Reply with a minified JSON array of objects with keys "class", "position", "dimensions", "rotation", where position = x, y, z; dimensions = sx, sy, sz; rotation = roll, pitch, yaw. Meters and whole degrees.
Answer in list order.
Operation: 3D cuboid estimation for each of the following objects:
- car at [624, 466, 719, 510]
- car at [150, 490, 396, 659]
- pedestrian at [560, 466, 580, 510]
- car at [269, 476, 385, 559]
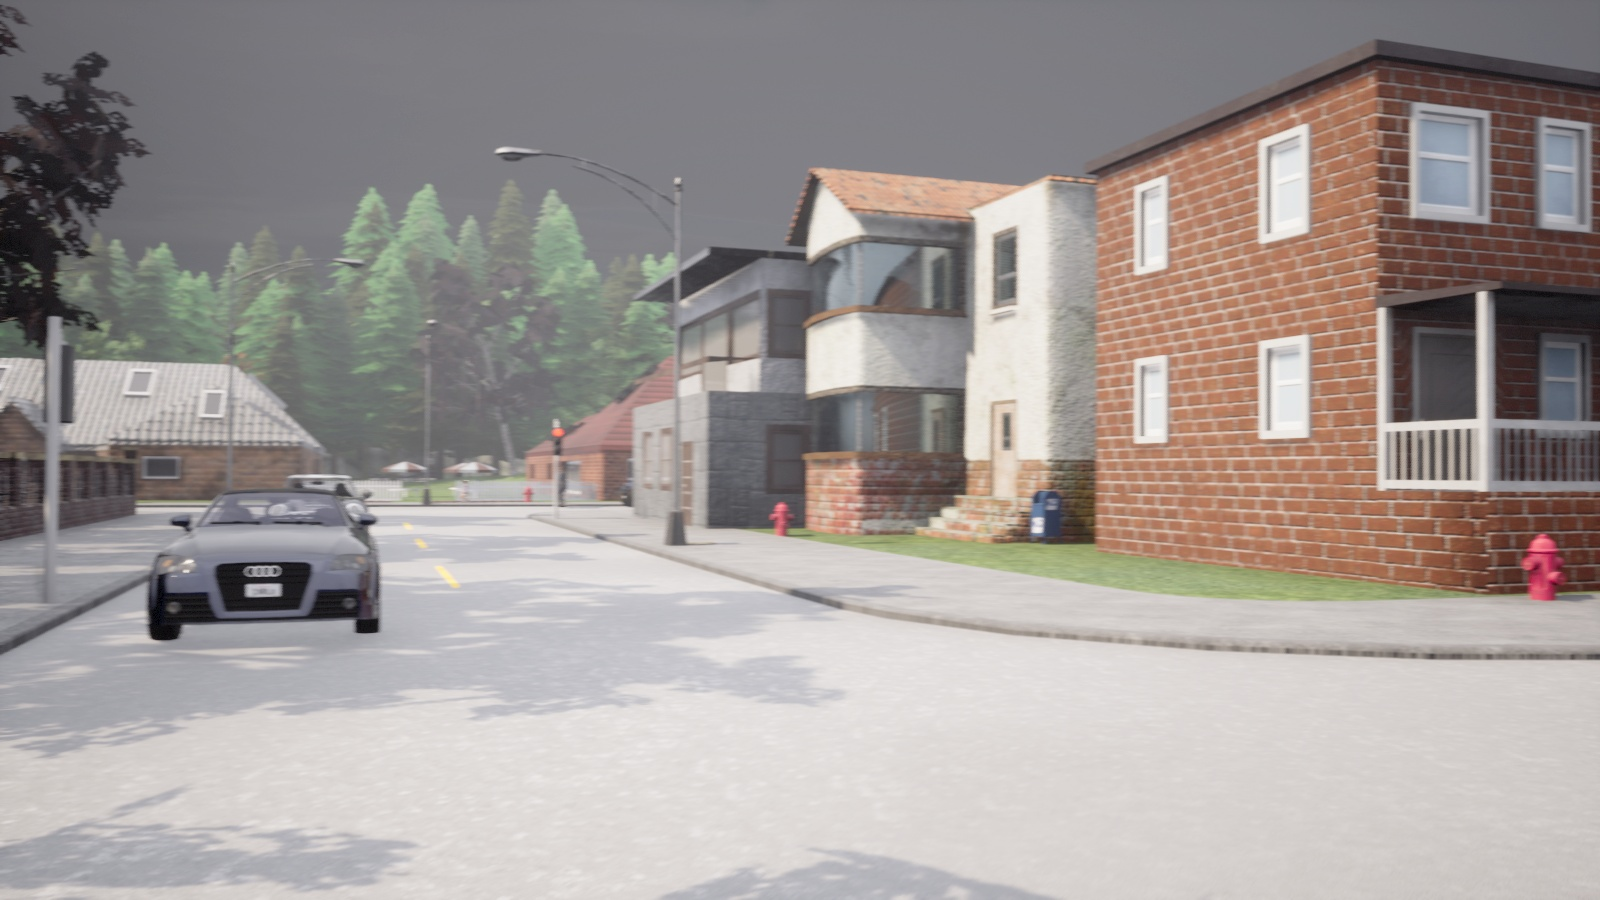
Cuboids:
[{"class":"car","position":[-5.764,1.673,56.314],"dimensions":[3.866,1.878,1.905],"rotation":[0,-1,-19]},{"class":"car","position":[-5.272,1.133,13.026],"dimensions":[1.994,1.385,4.181],"rotation":[0,-1,-19]},{"class":"pedestrian","position":[-9.907,1.634,54.089],"dimensions":[0.694,1.848,0.540],"rotation":[-1,-1,33]},{"class":"car","position":[-9.263,1.260,24.784],"dimensions":[1.970,1.475,3.806],"rotation":[0,-1,-19]}]
